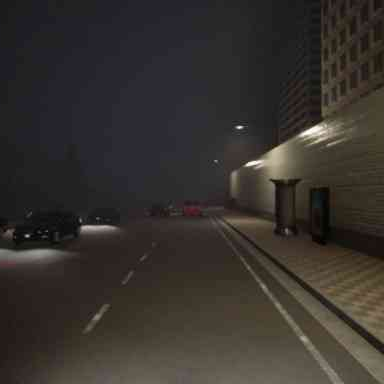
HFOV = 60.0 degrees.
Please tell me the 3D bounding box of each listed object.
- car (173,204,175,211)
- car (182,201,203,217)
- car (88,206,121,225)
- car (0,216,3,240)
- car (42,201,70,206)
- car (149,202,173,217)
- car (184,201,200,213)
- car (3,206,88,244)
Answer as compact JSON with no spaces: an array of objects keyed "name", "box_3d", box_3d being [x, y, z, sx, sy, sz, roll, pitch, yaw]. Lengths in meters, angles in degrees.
[{"name":"car","box_3d":[-3.449,2.038,46.313,1.895,1.301,4.718,0,-1,0]},{"name":"car","box_3d":[0.040,1.687,35.362,2.097,1.767,4.553,0,-1,0]},{"name":"car","box_3d":[-7.018,1.816,26.765,1.994,1.385,4.181,0,-1,0]},{"name":"car","box_3d":[-10.570,1.622,15.361,1.882,1.535,5.008,0,-1,0]},{"name":"car","box_3d":[-10.526,1.588,25.142,2.097,1.767,4.553,0,-1,1]},{"name":"car","box_3d":[-3.361,1.858,35.237,1.812,1.442,4.674,0,0,0]},{"name":"car","box_3d":[0.045,1.981,45.827,2.033,1.411,5.357,0,-1,0]},{"name":"car","box_3d":[-7.064,1.663,16.720,1.837,1.490,4.892,0,-1,0]}]
